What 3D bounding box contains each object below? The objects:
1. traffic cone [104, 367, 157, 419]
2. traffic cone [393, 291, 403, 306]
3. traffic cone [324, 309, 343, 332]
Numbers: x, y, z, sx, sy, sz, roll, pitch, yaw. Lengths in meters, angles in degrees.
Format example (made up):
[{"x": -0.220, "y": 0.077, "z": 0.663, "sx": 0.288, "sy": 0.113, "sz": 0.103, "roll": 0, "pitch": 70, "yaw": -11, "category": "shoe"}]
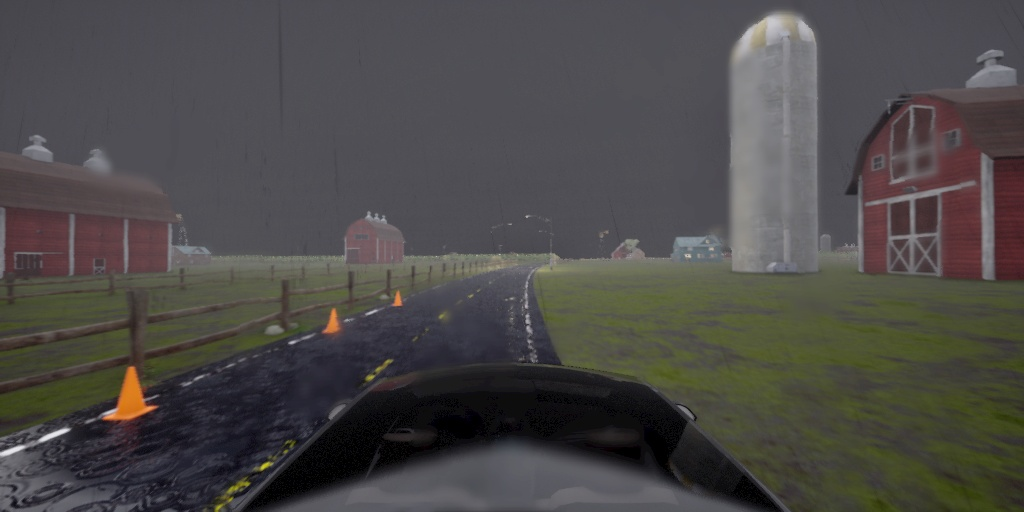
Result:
[{"x": -4.821, "y": 1.700, "z": 4.542, "sx": 0.340, "sy": 0.580, "sz": 0.340, "roll": 0, "pitch": 0, "yaw": 0, "category": "traffic cone"}, {"x": -4.638, "y": 1.706, "z": 14.593, "sx": 0.340, "sy": 0.580, "sz": 0.340, "roll": 0, "pitch": 0, "yaw": 2, "category": "traffic cone"}, {"x": -4.756, "y": 1.703, "z": 9.568, "sx": 0.340, "sy": 0.580, "sz": 0.340, "roll": 0, "pitch": 0, "yaw": 1, "category": "traffic cone"}]
